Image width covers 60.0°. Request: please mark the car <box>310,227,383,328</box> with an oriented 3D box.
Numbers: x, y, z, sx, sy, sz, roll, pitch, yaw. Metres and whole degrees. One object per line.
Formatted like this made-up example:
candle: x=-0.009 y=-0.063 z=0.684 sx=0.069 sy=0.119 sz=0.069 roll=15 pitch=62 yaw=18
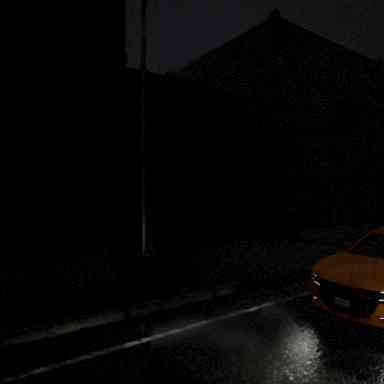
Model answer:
car: x=4.476 y=1.472 z=6.838 sx=5.008 sy=1.535 sz=1.882 roll=-1 pitch=1 yaw=-35
